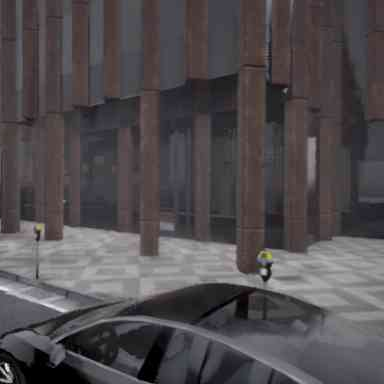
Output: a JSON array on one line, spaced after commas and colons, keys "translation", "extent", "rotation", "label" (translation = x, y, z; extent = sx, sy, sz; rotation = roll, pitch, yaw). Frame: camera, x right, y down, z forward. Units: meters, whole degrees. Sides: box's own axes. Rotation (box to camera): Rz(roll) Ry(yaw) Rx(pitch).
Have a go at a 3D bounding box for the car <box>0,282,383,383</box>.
[{"translation": [-0.066, 1.552, 3.012], "extent": [4.313, 1.339, 1.947], "rotation": [1, 0, 36], "label": "car"}]
